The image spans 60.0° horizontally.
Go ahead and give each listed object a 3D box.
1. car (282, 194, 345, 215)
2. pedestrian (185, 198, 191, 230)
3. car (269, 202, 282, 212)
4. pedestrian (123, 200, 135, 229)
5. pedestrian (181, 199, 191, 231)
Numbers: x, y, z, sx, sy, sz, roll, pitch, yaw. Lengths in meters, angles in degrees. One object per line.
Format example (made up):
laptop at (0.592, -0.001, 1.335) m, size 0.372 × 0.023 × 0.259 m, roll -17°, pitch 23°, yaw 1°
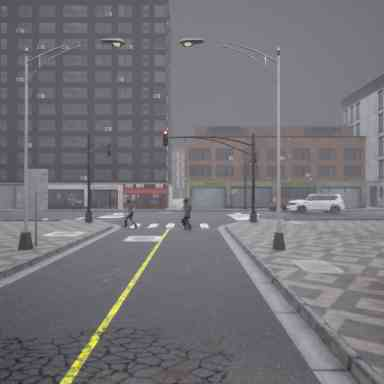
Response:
car at (12.544, 1.221, 33.841) m, size 5.566 × 2.045 × 2.150 m, roll 0°, pitch -1°, yaw 0°
pedestrian at (-0.229, 1.301, 19.591) m, size 0.375 × 1.860 × 0.375 m, roll 0°, pitch 0°, yaw 0°
car at (11.092, 1.505, 37.133) m, size 5.008 × 1.535 × 1.882 m, roll 0°, pitch 0°, yaw 0°
pedestrian at (-3.807, 1.301, 20.119) m, size 0.375 × 1.860 × 0.375 m, roll 0°, pitch 0°, yaw 0°
pedestrian at (-0.325, 1.301, 18.908) m, size 0.375 × 1.860 × 0.375 m, roll 0°, pitch 0°, yaw 0°
